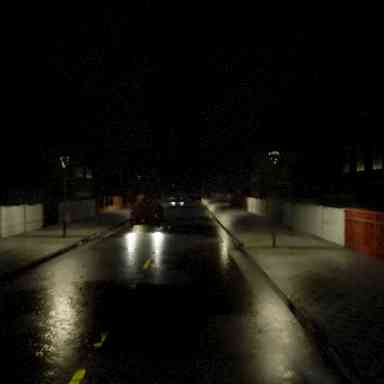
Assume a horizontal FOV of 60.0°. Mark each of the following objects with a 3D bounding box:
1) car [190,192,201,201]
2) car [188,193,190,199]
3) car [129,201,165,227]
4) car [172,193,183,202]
[{"bbox_3d":[0.963,1.166,69.761,1.882,1.535,5.008,0,0,0],"label":"car"},{"bbox_3d":[0.002,1.004,87.810,1.882,1.535,5.008,0,0,0],"label":"car"},{"bbox_3d":[-2.850,1.385,21.918,1.882,1.535,5.008,0,0,0],"label":"car"},{"bbox_3d":[-2.765,1.070,64.235,2.097,1.767,4.553,0,0,0],"label":"car"}]
